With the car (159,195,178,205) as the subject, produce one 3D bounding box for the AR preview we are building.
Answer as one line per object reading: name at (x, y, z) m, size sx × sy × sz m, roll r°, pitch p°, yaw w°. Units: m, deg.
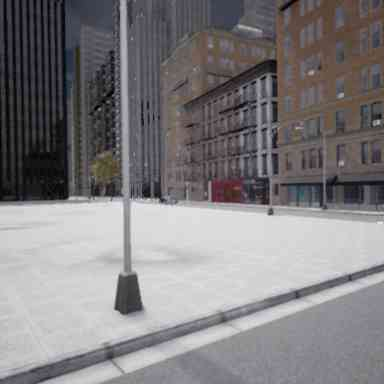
car at (-3.796, 1.308, 53.167) m, size 2.128 × 1.511 × 4.902 m, roll -1°, pitch 0°, yaw -26°
